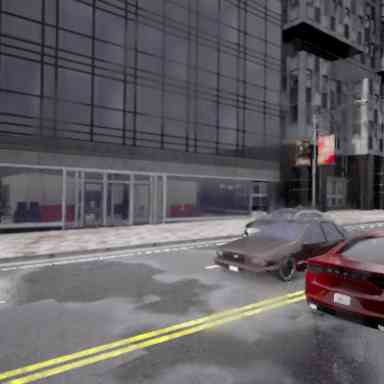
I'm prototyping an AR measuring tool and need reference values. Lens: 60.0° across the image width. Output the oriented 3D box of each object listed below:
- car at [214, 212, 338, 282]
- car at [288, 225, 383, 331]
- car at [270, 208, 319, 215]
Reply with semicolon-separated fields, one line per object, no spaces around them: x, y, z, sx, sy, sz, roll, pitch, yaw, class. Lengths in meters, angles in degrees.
3.224;1.554;9.977;5.357;1.411;2.033;0;0;-36;car
4.304;1.482;6.512;5.008;1.535;1.882;0;0;-36;car
4.436;1.504;14.834;4.902;1.511;2.128;0;0;-35;car
